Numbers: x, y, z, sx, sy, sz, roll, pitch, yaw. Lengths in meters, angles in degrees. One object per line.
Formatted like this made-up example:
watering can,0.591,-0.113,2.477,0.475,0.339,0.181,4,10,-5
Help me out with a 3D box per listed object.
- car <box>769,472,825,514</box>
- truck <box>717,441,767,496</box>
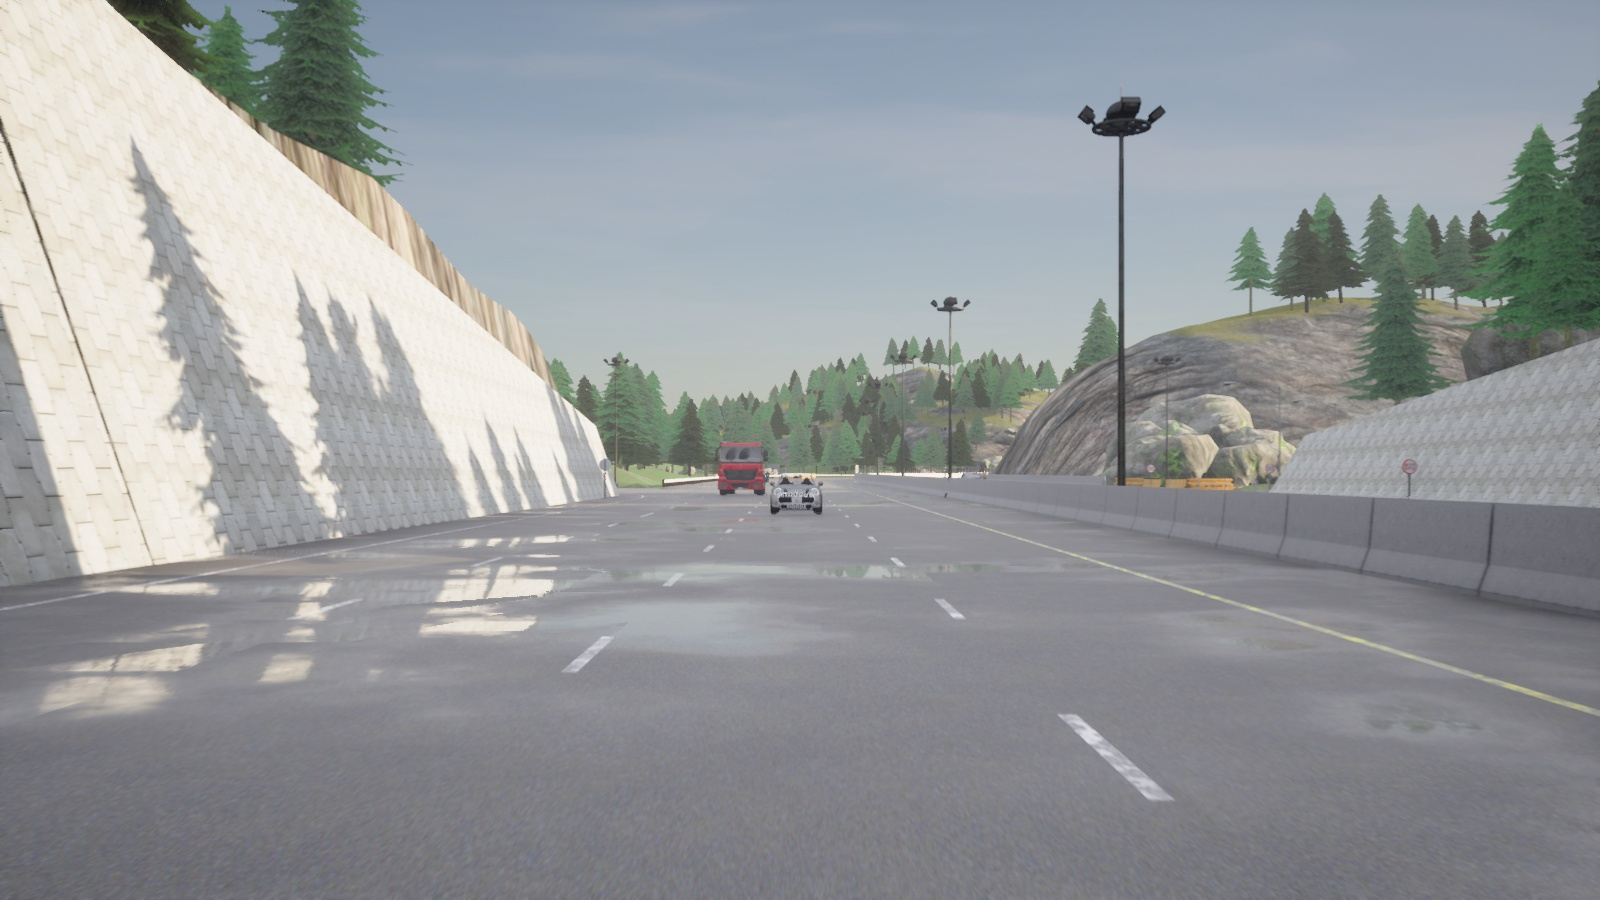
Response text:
car,-0.120,1.551,46.025,1.970,1.475,3.806,0,-1,0
truck,-3.718,1.225,82.277,2.891,3.462,7.936,0,-1,0
